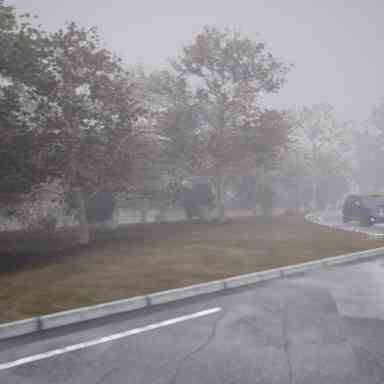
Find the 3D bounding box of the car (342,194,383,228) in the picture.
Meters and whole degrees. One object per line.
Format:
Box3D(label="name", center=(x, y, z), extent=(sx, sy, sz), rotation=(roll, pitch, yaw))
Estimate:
Box3D(label="car", center=(11.966, 1.197, 22.398), extent=(2.150, 2.045, 5.566), rotation=(-1, 0, 5))
